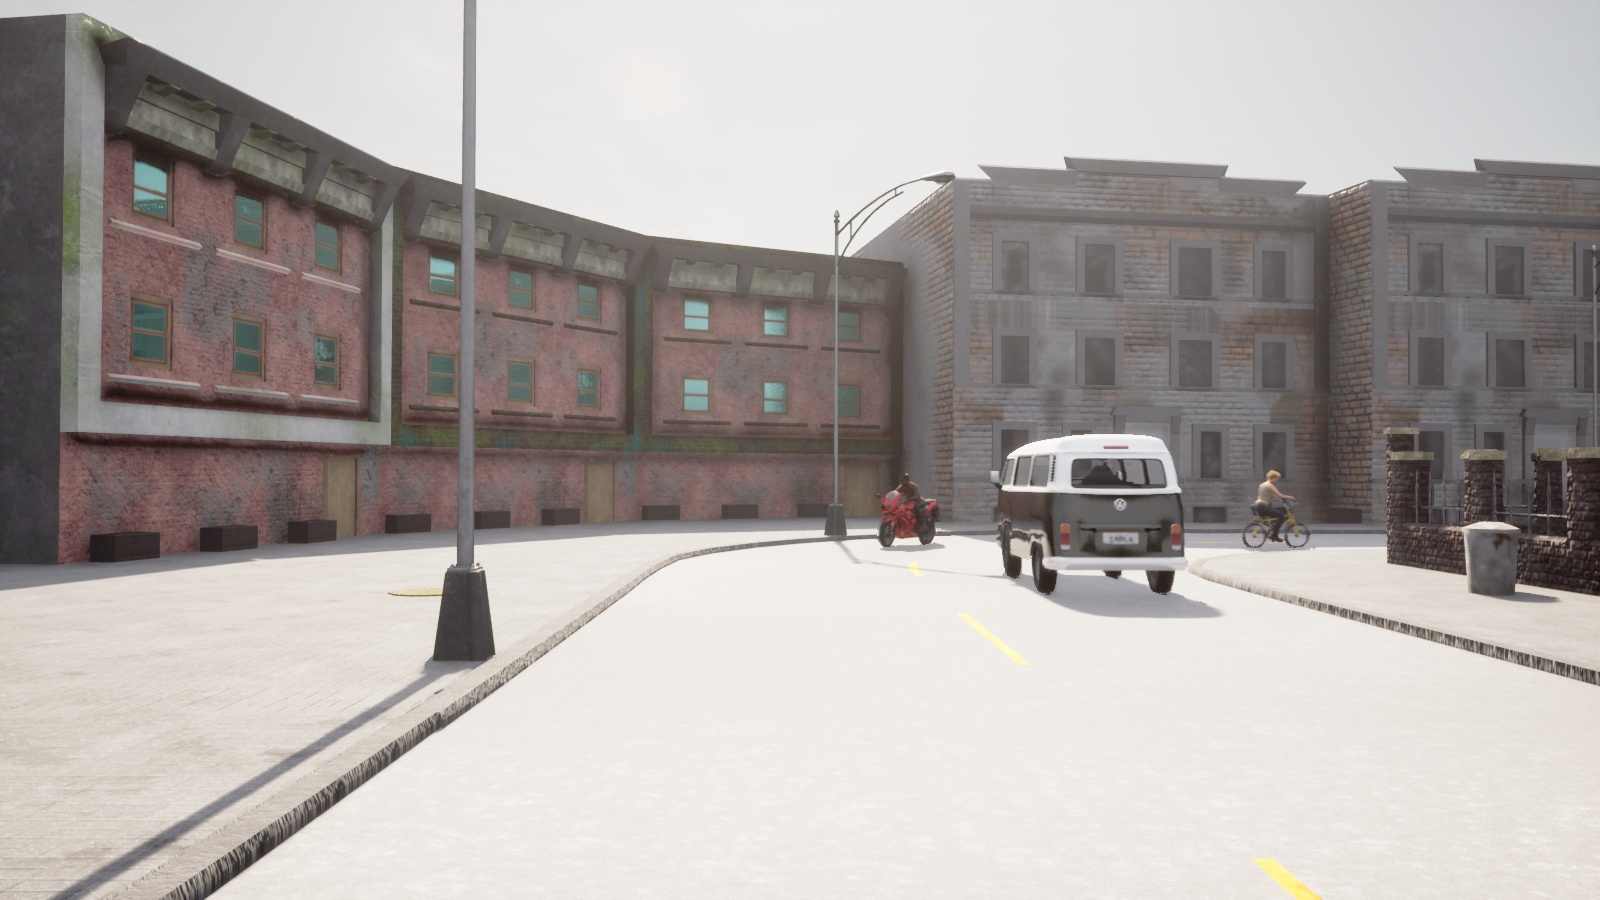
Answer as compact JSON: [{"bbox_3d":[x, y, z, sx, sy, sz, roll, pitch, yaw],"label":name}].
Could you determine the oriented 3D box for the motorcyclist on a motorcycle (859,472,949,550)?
[{"bbox_3d":[2.171,1.224,25.940,0.797,1.523,2.044,1,0,40],"label":"motorcyclist on a motorcycle"}]

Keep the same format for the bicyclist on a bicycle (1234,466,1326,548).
[{"bbox_3d":[9.826,1.144,25.738,1.509,1.612,0.866,0,1,-10],"label":"bicyclist on a bicycle"}]

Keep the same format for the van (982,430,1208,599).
[{"bbox_3d":[3.907,0.816,17.490,2.069,2.038,4.480,0,-1,0],"label":"van"}]
